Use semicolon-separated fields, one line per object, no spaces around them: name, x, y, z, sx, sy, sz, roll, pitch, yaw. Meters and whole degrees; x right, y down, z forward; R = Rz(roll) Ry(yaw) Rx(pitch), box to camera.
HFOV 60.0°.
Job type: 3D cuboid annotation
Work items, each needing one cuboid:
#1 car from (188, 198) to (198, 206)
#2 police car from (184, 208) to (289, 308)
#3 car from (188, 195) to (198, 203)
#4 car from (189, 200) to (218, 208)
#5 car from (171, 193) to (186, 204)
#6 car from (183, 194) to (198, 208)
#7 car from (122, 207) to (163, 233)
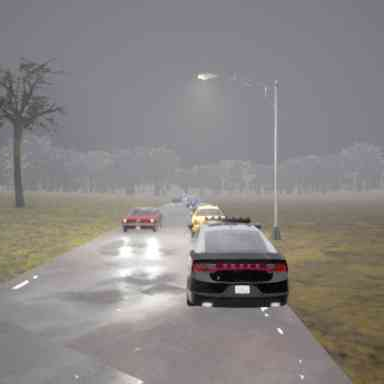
car;0.879;1.440;24.008;1.882;1.535;5.008;0;0;0
police car;0.843;1.416;8.117;1.930;1.638;5.238;0;0;0
car;0.143;1.340;63.165;1.812;1.442;4.674;0;0;0
car;0.866;1.429;18.197;1.801;1.575;5.366;0;0;0
car;-2.682;1.377;60.183;2.033;1.411;5.357;0;0;1
car;0.139;1.442;45.845;2.033;1.411;5.357;0;0;1
car;-2.806;1.572;19.632;1.895;1.301;4.718;0;0;0
